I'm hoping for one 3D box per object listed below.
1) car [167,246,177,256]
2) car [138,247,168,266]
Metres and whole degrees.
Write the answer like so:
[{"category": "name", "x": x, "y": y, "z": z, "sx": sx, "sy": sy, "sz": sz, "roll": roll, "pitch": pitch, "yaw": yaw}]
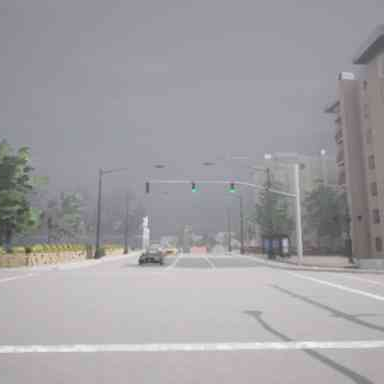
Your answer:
[{"category": "car", "x": -3.433, "y": 9.453, "z": 53.830, "sx": 1.882, "sy": 1.535, "sz": 5.008, "roll": 0, "pitch": -9, "yaw": 0}, {"category": "car", "x": -3.468, "y": 5.704, "z": 29.168, "sx": 1.994, "sy": 1.385, "sz": 4.181, "roll": 0, "pitch": -9, "yaw": 0}]
